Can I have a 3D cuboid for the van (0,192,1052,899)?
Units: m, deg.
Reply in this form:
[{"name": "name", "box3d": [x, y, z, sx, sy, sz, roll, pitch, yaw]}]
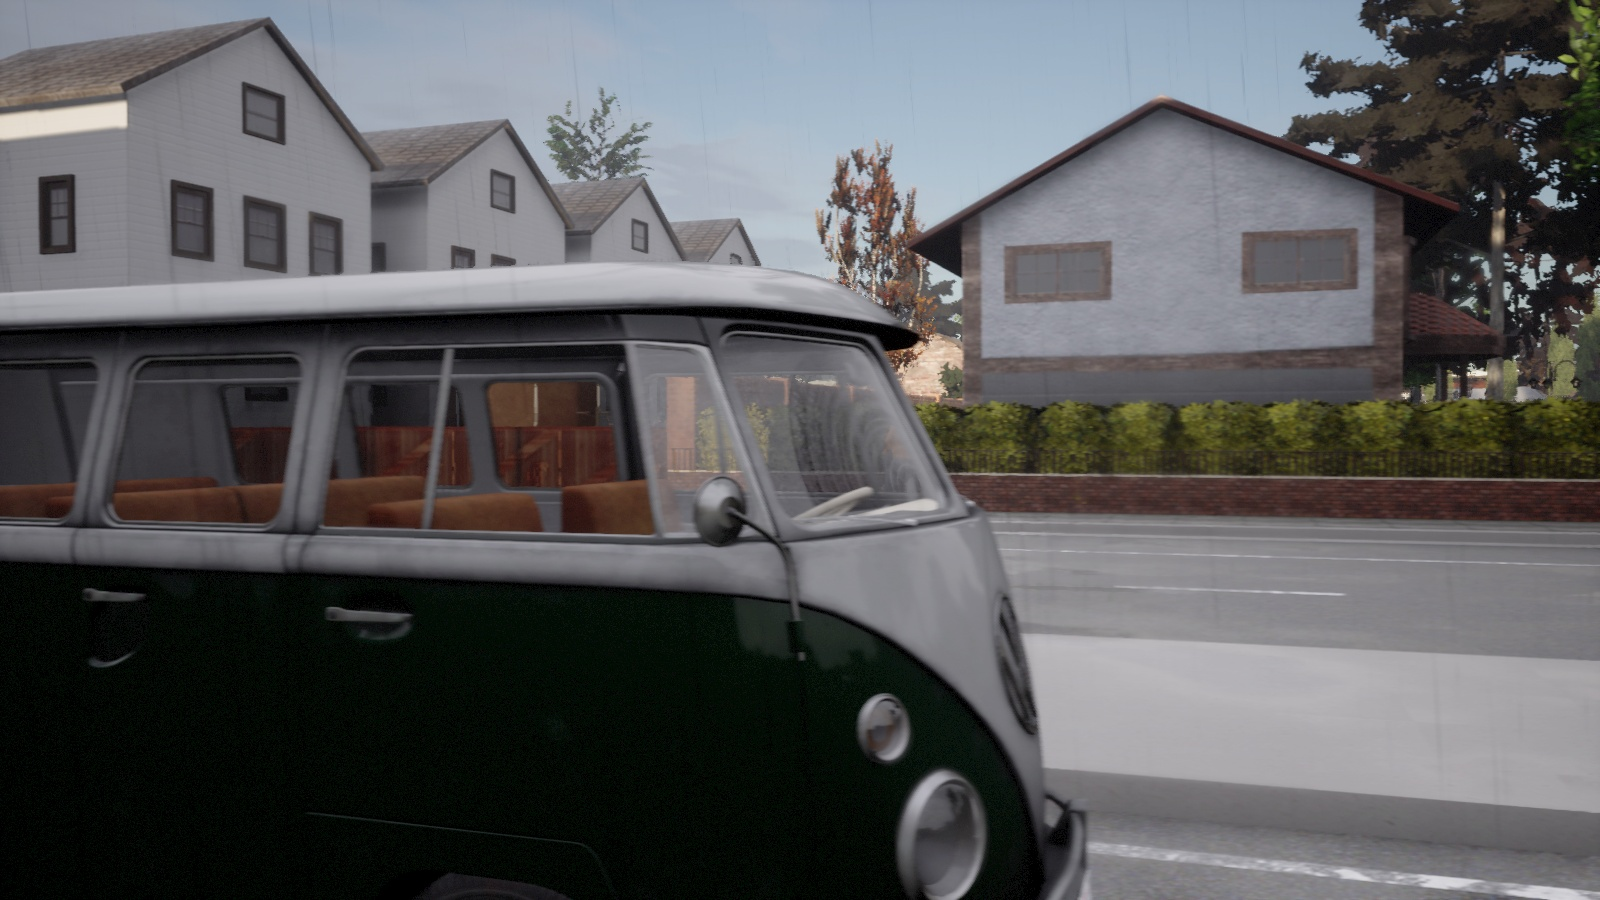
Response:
[{"name": "van", "box3d": [-1.620, 0.511, 3.734, 4.442, 1.987, 1.775, 1, 1, 19]}]
